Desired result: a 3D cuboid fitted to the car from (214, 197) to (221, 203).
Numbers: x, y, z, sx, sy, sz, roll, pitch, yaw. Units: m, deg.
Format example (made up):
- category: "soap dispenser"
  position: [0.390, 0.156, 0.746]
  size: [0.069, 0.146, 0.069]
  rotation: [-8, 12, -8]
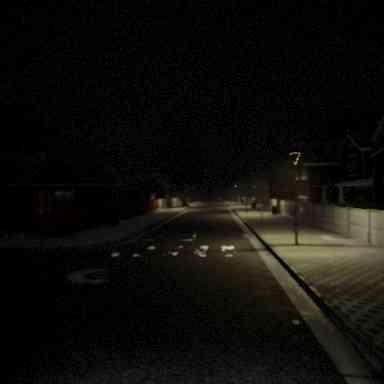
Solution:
- category: "car"
  position: [7.122, 2.211, 92.284]
  size: [2.128, 1.511, 4.902]
  rotation: [-1, -1, 4]
